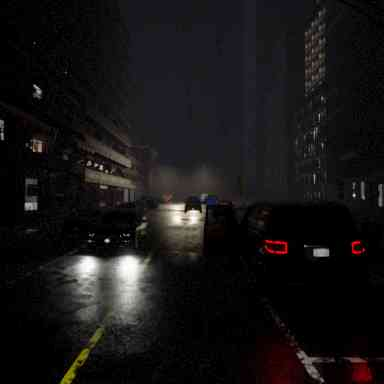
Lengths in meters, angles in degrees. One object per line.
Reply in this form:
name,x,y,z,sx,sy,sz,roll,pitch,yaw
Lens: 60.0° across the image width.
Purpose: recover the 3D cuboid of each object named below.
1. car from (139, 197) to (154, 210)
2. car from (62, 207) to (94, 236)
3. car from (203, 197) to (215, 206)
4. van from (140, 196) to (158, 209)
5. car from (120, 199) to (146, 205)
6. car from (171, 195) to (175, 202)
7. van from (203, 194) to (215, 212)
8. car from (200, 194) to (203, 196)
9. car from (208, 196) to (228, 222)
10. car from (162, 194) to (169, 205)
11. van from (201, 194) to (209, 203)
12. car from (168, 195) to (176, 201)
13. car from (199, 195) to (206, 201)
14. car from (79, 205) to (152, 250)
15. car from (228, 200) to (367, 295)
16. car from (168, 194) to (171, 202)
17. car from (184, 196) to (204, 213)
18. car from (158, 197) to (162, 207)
car,-5.600,1.563,35.028,2.008,1.369,4.403,1,0,0
car,-5.638,1.550,18.319,1.887,1.381,4.507,1,0,0
car,2.831,1.605,57.286,1.802,1.307,4.206,1,0,0
van,-5.584,1.356,40.598,1.690,1.788,3.998,1,0,0
car,-5.612,1.576,29.458,1.947,1.339,4.313,1,0,0
car,-5.508,1.347,74.016,2.192,1.841,5.009,1,0,0
van,2.809,1.359,46.148,1.690,1.788,3.998,1,0,0
car,0.162,1.370,46.971,2.097,1.767,4.553,0,0,1
car,2.770,1.450,29.439,1.967,1.590,4.097,1,0,0
car,-5.549,1.574,57.306,2.008,1.369,4.403,1,0,0
van,2.871,1.373,73.997,1.690,1.788,3.998,1,0,0
car,-5.474,1.589,90.725,1.887,1.381,4.507,1,0,0
car,2.906,1.569,90.874,1.752,1.417,4.829,1,0,0
car,-3.069,1.509,14.479,1.837,1.490,4.892,0,0,0
car,2.414,1.224,8.875,2.150,2.045,5.566,0,0,0
car,-5.537,1.551,62.707,1.752,1.417,4.829,1,0,0
car,0.155,1.518,36.906,1.837,1.490,4.892,0,0,1
car,-5.574,1.543,45.998,1.752,1.417,4.829,1,0,0
